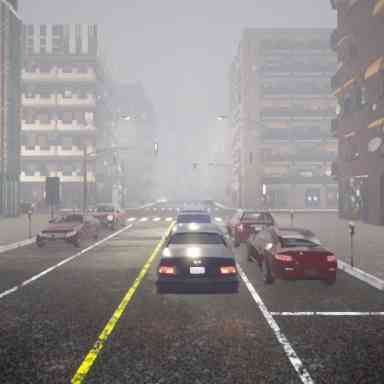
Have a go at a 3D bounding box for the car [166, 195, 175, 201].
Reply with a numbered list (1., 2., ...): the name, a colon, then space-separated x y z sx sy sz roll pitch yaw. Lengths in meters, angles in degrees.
1. car: -5.272 1.551 81.226 1.887 1.381 4.507 1 0 0

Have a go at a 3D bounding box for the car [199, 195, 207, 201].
1. car: 2.608 1.551 81.253 1.887 1.381 4.507 1 0 0

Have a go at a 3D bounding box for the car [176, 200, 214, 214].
1. car: 0.101 1.481 19.547 1.882 1.535 5.008 0 0 0

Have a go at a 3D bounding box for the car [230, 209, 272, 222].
1. car: 2.582 1.443 14.799 1.967 1.590 4.097 1 0 0

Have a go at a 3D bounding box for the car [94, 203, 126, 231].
1. car: -5.305 1.443 20.329 1.967 1.590 4.097 1 0 0

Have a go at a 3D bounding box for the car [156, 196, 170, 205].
1. car: -5.281 1.531 58.372 1.752 1.417 4.829 1 0 0

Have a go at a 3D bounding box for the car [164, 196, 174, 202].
1. car: -5.275 1.572 75.555 1.947 1.339 4.313 1 0 0

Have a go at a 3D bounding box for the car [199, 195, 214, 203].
1. car: 2.596 1.557 52.898 2.008 1.369 4.403 1 0 0

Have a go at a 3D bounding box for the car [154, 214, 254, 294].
1. car: 0.104 1.549 8.905 2.033 1.411 5.357 0 0 0

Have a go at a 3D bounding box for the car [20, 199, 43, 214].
1. car: -17.549 1.239 31.845 5.009 1.841 2.192 0 -1 0

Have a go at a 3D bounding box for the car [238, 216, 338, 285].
1. car: 2.578 1.584 9.249 1.802 1.307 4.206 1 0 0

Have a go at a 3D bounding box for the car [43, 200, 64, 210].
1. car: -17.607 1.588 39.721 4.313 1.339 1.947 0 -1 0

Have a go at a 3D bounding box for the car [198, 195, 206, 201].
1. car: 2.611 1.557 86.923 2.008 1.369 4.403 1 0 0

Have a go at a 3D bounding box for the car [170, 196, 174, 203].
1. car: -5.277 1.532 69.714 1.752 1.417 4.829 1 0 0

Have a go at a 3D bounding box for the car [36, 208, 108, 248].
1. car: -5.305 1.584 14.780 1.802 1.307 4.206 1 0 0
